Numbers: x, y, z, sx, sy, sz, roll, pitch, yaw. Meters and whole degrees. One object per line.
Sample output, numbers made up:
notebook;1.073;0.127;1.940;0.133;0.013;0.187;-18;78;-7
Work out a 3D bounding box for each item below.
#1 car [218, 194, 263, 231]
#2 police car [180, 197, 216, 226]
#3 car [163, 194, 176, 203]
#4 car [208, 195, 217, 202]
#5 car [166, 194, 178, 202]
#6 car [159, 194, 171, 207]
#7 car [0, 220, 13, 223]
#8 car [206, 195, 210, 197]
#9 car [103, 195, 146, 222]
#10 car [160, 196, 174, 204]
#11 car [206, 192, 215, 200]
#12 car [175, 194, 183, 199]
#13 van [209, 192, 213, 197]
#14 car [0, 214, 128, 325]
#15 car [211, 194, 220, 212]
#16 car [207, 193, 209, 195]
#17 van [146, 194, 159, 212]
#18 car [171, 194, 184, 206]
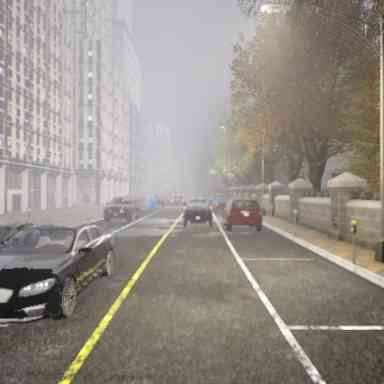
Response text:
car;2.940;1.272;20.021;2.192;1.841;5.009;1;0;2
police car;0.427;1.374;23.025;1.930;1.638;5.238;0;0;1
car;-4.280;1.255;64.083;1.967;1.590;4.097;1;0;2
car;4.240;1.374;69.312;1.802;1.307;4.206;1;0;2
car;-4.135;1.233;69.555;1.967;1.590;4.097;1;0;2
car;-4.713;1.190;47.664;2.192;1.841;5.009;1;0;2
car;-5.653;1.547;9.706;1.947;1.339;4.313;1;0;1
car;0.899;1.443;41.159;2.033;1.411;5.357;0;0;2
car;-5.292;1.258;25.775;2.192;1.841;5.009;1;0;2
car;-4.426;1.387;58.610;2.008;1.369;4.403;1;0;2
car;4.677;1.035;85.741;2.192;1.841;5.009;1;0;2
car;-3.558;1.247;91.444;2.008;1.369;4.403;1;0;2
van;3.664;1.215;47.404;1.690;1.788;3.998;1;0;2
car;-3.061;1.478;7.396;2.128;1.511;4.902;0;0;0
car;3.373;1.350;36.451;1.967;1.590;4.097;1;0;2
car;3.952;1.275;58.358;1.967;1.590;4.097;1;0;2
van;-5.002;1.251;36.720;1.690;1.788;3.998;1;0;2
car;-2.047;1.219;49.792;2.097;1.767;4.553;0;0;2
